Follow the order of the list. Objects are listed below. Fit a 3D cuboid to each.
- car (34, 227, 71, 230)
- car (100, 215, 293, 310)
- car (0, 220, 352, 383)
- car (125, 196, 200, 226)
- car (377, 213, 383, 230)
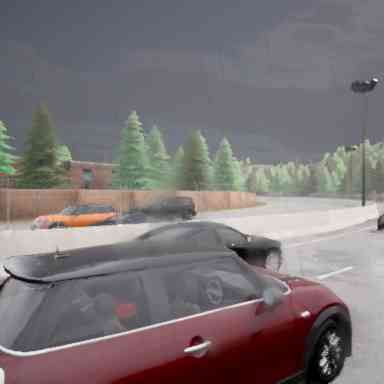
[{"bbox_3d":[-5.936,1.408,17.378,4.553,1.767,2.097,0,0,-40],"label":"car"},{"bbox_3d":[0.356,1.519,8.730,5.008,1.535,1.882,0,0,-39],"label":"car"},{"bbox_3d":[-0.101,1.371,3.918,4.553,1.767,2.097,0,0,-36],"label":"car"},{"bbox_3d":[-2.127,1.333,25.443,5.566,2.045,2.150,1,-1,-44],"label":"car"},{"bbox_3d":[13.454,1.718,21.533,1.994,1.385,4.181,0,0,41],"label":"car"}]
